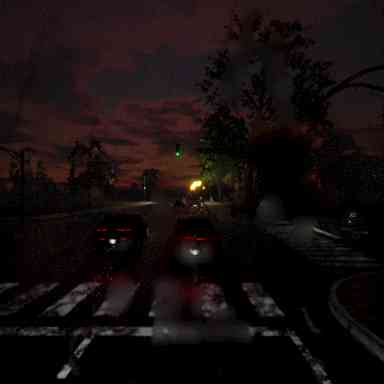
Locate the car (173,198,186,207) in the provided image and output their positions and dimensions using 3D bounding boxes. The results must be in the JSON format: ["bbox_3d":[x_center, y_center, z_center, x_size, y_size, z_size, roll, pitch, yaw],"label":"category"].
[{"bbox_3d":[-2.651,2.197,66.093,1.994,1.385,4.181,0,-1,1],"label":"car"}]

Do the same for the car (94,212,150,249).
[{"bbox_3d":[-3.205,1.709,15.779,1.837,1.490,4.892,0,0,0],"label":"car"}]

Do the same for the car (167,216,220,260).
[{"bbox_3d":[0.065,1.717,13.443,1.837,1.490,4.892,0,1,0],"label":"car"}]

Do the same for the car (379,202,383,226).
[{"bbox_3d":[14.183,1.371,18.889,5.566,2.045,2.150,0,0,3],"label":"car"}]

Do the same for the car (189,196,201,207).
[{"bbox_3d":[0.593,1.852,65.687,2.150,2.045,5.566,0,-1,1],"label":"car"}]

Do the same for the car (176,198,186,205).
[{"bbox_3d":[-2.476,2.095,76.128,1.882,1.535,5.008,0,0,1],"label":"car"}]

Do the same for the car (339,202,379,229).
[{"bbox_3d":[12.326,1.488,22.231,4.553,1.767,2.097,0,0,3],"label":"car"}]
